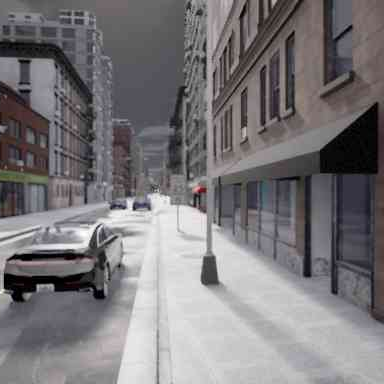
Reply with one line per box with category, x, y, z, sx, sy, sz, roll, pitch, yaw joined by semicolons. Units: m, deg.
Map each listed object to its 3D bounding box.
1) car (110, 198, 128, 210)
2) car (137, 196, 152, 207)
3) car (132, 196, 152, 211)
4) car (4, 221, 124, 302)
car;-9.403;1.497;43.088;2.033;1.411;5.357;0;0;-6
car;-7.139;1.441;50.491;2.128;1.511;4.902;0;0;-6
car;-6.066;1.304;40.546;2.097;1.767;4.553;0;0;-5
car;-2.832;1.475;8.273;2.128;1.511;4.902;0;0;-6
